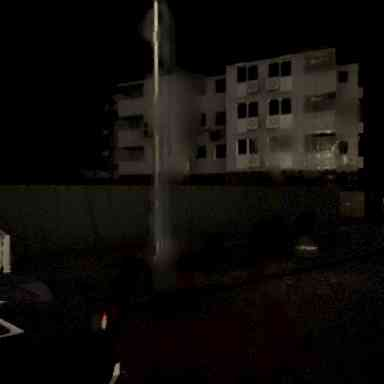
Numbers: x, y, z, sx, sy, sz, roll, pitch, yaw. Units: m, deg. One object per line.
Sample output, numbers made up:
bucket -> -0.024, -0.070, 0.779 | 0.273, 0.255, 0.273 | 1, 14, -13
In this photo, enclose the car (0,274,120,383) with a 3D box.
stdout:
car -> -3.000, 1.496, 2.462 | 4.902, 1.511, 2.128 | -1, 1, -35
